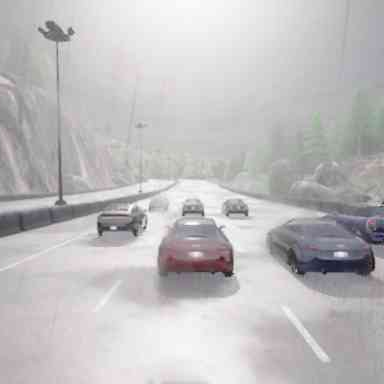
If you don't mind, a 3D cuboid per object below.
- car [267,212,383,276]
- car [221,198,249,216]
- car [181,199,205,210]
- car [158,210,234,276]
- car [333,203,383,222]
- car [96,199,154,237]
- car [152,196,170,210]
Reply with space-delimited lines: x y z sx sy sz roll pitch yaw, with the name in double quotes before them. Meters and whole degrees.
"car" 3.597 1.459 10.037 1.994 1.385 4.181 0 1 0
"car" 3.591 1.247 28.180 2.033 1.411 5.357 0 1 0
"car" 0.091 1.250 27.953 2.033 1.411 5.357 0 1 0
"car" 0.097 1.459 10.037 1.994 1.385 4.181 0 1 0
"car" 7.096 1.209 13.772 2.097 1.767 4.553 0 1 0
"car" -3.405 1.317 16.858 2.128 1.511 4.902 0 1 0
"car" -3.412 1.133 34.871 1.812 1.442 4.674 0 1 0
